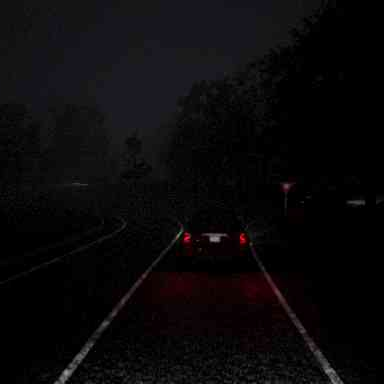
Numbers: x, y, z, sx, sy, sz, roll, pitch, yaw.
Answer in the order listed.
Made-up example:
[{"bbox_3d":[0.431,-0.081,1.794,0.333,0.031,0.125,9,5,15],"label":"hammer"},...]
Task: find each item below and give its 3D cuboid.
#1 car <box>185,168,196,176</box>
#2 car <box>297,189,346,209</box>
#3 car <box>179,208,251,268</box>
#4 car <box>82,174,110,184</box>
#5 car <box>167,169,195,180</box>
[{"bbox_3d":[-1.704,-4.152,72.004,5.566,2.045,2.150,5,7,40],"label":"car"},{"bbox_3d":[11.149,0.481,28.489,4.902,1.511,2.128,-4,7,-30],"label":"car"},{"bbox_3d":[0.777,1.314,11.447,2.097,1.767,4.553,1,1,4],"label":"car"},{"bbox_3d":[-15.801,-2.193,54.895,1.837,1.490,4.892,4,7,35],"label":"car"},{"bbox_3d":[-2.425,-3.171,64.693,4.902,1.511,2.128,-1,6,-7],"label":"car"}]
